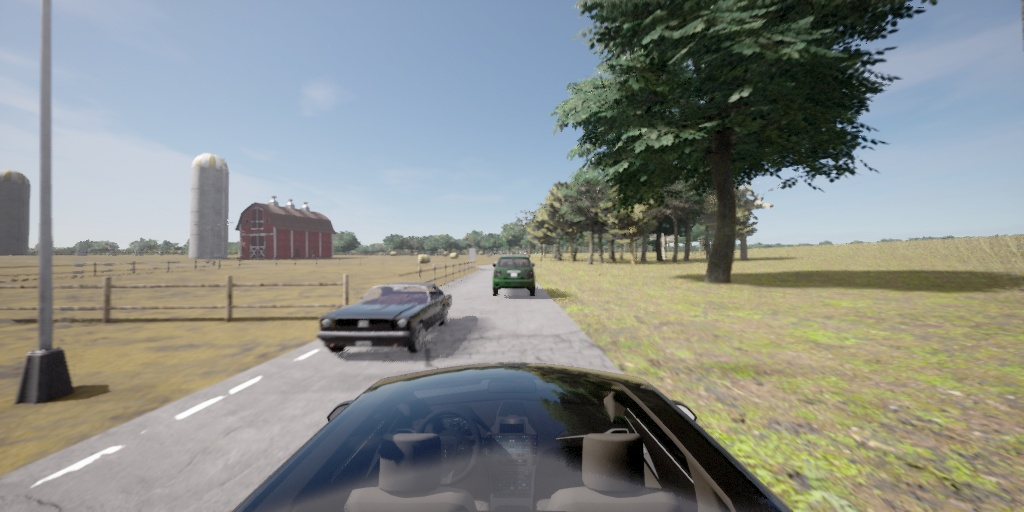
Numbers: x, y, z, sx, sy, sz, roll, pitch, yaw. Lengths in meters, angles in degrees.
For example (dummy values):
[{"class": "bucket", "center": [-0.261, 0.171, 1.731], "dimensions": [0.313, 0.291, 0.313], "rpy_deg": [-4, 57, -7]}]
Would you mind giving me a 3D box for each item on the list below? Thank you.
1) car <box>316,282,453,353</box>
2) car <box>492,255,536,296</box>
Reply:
[{"class": "car", "center": [-2.782, 1.353, 8.965], "dimensions": [1.895, 1.301, 4.718], "rpy_deg": [0, 0, 1]}, {"class": "car", "center": [0.101, 0.977, 19.599], "dimensions": [2.150, 2.045, 5.566], "rpy_deg": [0, 0, 0]}]
